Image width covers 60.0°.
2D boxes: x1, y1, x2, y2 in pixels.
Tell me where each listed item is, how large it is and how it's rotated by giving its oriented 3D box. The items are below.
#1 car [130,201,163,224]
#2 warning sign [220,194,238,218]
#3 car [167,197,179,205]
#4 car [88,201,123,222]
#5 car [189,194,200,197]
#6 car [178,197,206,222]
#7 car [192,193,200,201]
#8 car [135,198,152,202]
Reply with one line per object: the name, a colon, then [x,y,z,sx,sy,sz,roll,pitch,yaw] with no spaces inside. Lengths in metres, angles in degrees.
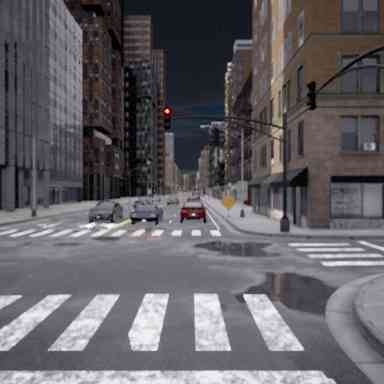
car: [-3.154,1.578,24.111,1.895,1.301,4.718,0,0,0]
warning sign: [2.854,1.091,26.027,1.300,1.860,1.060,0,0,0]
car: [-3.197,1.505,56.206,2.033,1.411,5.357,0,0,1]
car: [-6.599,1.476,25.823,1.837,1.490,4.892,0,1,0]
car: [0.051,1.463,55.544,1.837,1.490,4.892,0,0,0]
car: [0.100,1.453,26.080,1.882,1.535,5.008,0,0,0]
car: [0.978,1.178,86.061,2.150,2.045,5.566,0,0,0]
car: [-6.590,1.527,44.159,1.994,1.385,4.181,0,0,0]
